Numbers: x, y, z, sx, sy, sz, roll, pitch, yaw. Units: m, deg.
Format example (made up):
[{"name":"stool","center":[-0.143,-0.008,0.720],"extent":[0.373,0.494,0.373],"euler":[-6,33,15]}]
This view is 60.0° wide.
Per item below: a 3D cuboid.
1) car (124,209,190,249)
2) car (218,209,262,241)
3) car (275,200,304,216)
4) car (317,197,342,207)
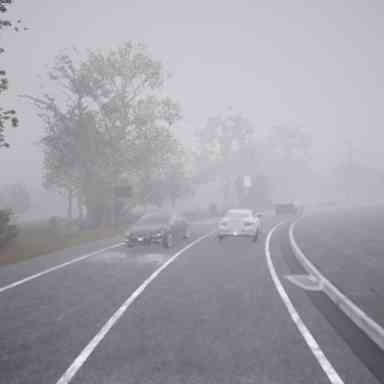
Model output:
[{"name":"car","center":[-1.418,1.603,15.260],"extent":[1.837,1.490,4.892],"euler":[-1,-1,14]},{"name":"car","center":[2.479,1.564,16.773],"extent":[1.812,1.442,4.674],"euler":[-2,0,15]},{"name":"car","center":[9.814,1.495,33.304],"extent":[1.882,1.535,5.008],"euler":[-4,-2,31]},{"name":"car","center":[20.992,1.497,50.760],"extent":[4.892,1.490,1.837],"euler":[-2,-3,-38]}]
